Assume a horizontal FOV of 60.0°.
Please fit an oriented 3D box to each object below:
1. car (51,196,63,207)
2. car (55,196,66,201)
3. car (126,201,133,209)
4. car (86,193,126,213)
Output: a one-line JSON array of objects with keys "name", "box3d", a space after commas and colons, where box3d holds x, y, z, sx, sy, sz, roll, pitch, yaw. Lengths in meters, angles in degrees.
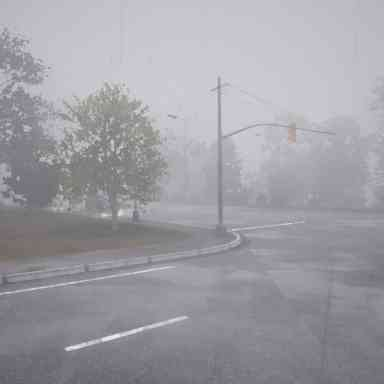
[{"name": "car", "box3d": [-21.298, 1.519, 51.009, 2.128, 1.511, 4.902, -1, 0, -39]}, {"name": "car", "box3d": [-34.244, 1.703, 86.526, 1.895, 1.301, 4.718, -1, 0, -31]}, {"name": "car", "box3d": [-9.380, 1.411, 41.657, 2.033, 1.411, 5.357, -1, 0, -39]}, {"name": "car", "box3d": [-9.867, 1.116, 36.672, 2.150, 2.045, 5.566, -1, 0, -39]}]
